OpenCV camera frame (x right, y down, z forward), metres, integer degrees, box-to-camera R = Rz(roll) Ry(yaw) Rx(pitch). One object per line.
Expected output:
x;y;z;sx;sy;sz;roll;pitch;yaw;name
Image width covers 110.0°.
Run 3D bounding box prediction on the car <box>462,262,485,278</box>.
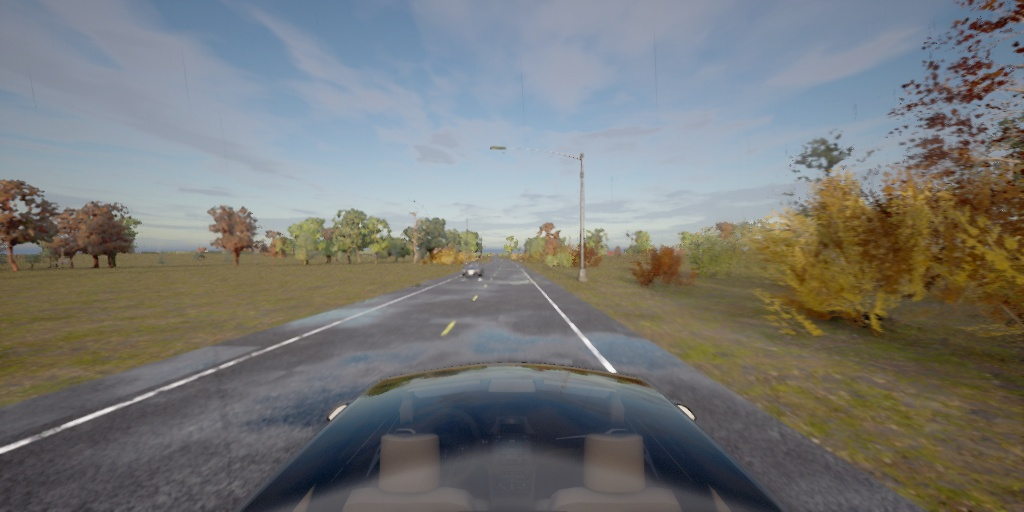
-3.676;1.308;34.643;2.128;1.511;4.902;0;0;0;car
